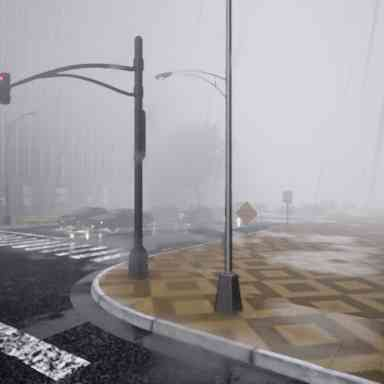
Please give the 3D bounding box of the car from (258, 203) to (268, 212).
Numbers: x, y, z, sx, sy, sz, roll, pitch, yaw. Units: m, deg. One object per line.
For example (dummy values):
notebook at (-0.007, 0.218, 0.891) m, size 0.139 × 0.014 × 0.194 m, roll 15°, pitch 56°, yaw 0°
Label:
car at (10.830, 2.470, 54.085) m, size 1.812 × 1.442 × 4.674 m, roll 0°, pitch -1°, yaw 33°

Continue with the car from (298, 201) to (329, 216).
car at (16.241, 2.341, 44.374) m, size 2.128 × 1.511 × 4.902 m, roll 0°, pitch -1°, yaw 33°

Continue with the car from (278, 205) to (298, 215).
car at (13.571, 2.448, 46.225) m, size 1.895 × 1.301 × 4.718 m, roll 0°, pitch -1°, yaw 33°

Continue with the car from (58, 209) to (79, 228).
car at (-7.822, 1.840, 25.153) m, size 1.812 × 1.442 × 4.674 m, roll 0°, pitch -1°, yaw 31°

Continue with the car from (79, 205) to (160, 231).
car at (-4.950, 1.871, 23.625) m, size 2.033 × 1.411 × 5.357 m, roll 0°, pitch -1°, yaw 33°

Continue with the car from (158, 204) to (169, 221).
car at (-2.861, 1.984, 32.905) m, size 1.837 × 1.490 × 4.892 m, roll 0°, pitch -1°, yaw 33°

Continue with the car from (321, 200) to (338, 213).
car at (21.758, 2.252, 53.066) m, size 2.150 × 2.045 × 5.566 m, roll 0°, pitch -1°, yaw 33°

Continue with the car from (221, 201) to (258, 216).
car at (5.777, 2.031, 40.340) m, size 2.097 × 1.767 × 4.553 m, roll 0°, pitch -1°, yaw 33°

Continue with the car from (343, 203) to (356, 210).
car at (31.285, 2.835, 65.825) m, size 1.812 × 1.442 × 4.674 m, roll 0°, pitch -1°, yaw 33°

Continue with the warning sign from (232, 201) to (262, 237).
warning sign at (3.059, 1.453, 18.575) m, size 1.300 × 1.860 × 1.060 m, roll 1°, pitch 1°, yaw 33°

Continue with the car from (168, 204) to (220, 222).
car at (0.310, 1.989, 31.829) m, size 2.128 × 1.511 × 4.902 m, roll 0°, pitch -1°, yaw 33°

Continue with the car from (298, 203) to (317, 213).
car at (19.003, 2.590, 54.792) m, size 1.994 × 1.385 × 4.181 m, roll 0°, pitch -1°, yaw 33°
